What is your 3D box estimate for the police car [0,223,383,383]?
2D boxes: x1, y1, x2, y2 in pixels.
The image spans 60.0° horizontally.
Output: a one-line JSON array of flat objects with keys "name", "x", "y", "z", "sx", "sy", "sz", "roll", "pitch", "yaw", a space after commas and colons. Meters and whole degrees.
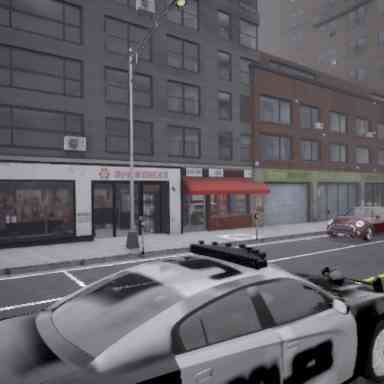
[{"name": "police car", "x": 0.504, "y": 1.424, "z": 3.794, "sx": 5.238, "sy": 1.638, "sz": 1.930, "roll": 0, "pitch": 0, "yaw": -36}]

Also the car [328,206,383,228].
[{"name": "car", "x": 8.456, "y": 1.435, "z": 16.440, "sx": 4.097, "sy": 1.590, "sz": 1.967, "roll": 0, "pitch": -1, "yaw": -35}]
